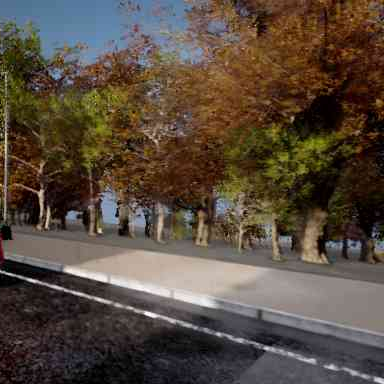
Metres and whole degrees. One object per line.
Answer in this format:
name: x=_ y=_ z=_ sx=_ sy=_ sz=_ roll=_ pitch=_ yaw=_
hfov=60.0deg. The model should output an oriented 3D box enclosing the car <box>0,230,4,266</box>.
car: x=-7.171 y=1.227 z=8.801 sx=5.566 sy=2.045 sz=2.150 roll=0 pitch=0 yaw=36
